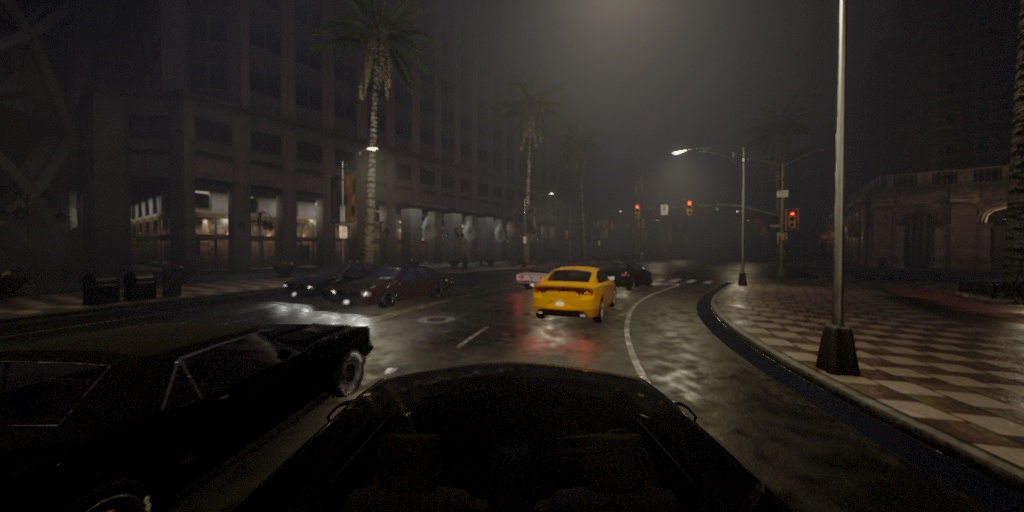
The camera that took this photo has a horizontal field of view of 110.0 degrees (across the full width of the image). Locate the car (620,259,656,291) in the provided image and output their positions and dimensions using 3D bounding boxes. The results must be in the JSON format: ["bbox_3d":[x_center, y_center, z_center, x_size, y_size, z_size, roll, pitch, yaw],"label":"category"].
[{"bbox_3d":[6.196,1.026,19.658,1.994,1.385,4.181,1,1,39],"label":"car"}]

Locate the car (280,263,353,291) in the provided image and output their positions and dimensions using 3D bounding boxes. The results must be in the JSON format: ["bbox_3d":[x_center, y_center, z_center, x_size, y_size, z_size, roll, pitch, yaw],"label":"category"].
[{"bbox_3d":[-7.317,1.039,16.188,2.033,1.411,5.357,0,1,23],"label":"car"}]

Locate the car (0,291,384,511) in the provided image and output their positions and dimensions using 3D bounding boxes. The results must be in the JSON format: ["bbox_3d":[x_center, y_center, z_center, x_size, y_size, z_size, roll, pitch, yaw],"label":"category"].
[{"bbox_3d":[-3.204,1.314,3.484,1.895,1.301,4.718,0,1,4],"label":"car"}]

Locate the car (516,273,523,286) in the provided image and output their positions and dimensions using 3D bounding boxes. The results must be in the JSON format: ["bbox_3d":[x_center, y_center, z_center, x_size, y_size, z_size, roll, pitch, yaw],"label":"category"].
[{"bbox_3d":[2.298,1.065,19.066,1.895,1.301,4.718,1,1,36],"label":"car"}]

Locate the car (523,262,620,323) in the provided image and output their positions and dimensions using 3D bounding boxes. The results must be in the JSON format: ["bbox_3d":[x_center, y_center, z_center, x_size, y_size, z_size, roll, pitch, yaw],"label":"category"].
[{"bbox_3d":[2.200,1.065,11.683,1.882,1.535,5.008,1,1,22],"label":"car"}]

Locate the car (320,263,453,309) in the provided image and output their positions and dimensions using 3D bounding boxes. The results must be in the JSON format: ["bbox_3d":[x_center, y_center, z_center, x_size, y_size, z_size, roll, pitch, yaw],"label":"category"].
[{"bbox_3d":[-4.412,1.079,14.160,2.033,1.411,5.357,0,1,22],"label":"car"}]
